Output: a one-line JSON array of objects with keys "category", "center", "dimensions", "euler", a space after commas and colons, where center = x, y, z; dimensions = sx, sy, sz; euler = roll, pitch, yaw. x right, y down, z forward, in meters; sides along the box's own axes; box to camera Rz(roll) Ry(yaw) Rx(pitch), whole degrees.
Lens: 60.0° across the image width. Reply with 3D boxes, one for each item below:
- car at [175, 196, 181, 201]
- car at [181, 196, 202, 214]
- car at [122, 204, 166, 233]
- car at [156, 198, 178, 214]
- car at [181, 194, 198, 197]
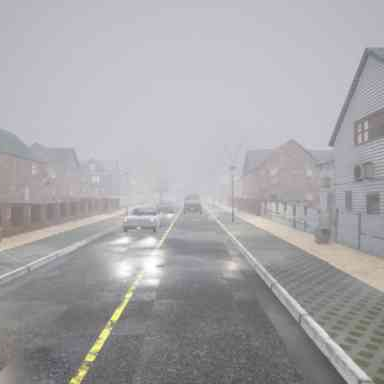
[{"category": "car", "center": [-2.821, 1.599, 76.543], "dimensions": [1.994, 1.385, 4.181], "euler": [0, 0, 0]}, {"category": "car", "center": [0.061, 1.522, 35.742], "dimensions": [1.882, 1.535, 5.008], "euler": [0, 0, 0]}, {"category": "car", "center": [-2.868, 1.620, 20.077], "dimensions": [1.895, 1.301, 4.718], "euler": [0, 0, 0]}, {"category": "car", "center": [-2.883, 1.608, 35.890], "dimensions": [1.994, 1.385, 4.181], "euler": [0, 0, 0]}, {"category": "car", "center": [0.033, 1.285, 45.803], "dimensions": [2.150, 2.045, 5.566], "euler": [0, 0, 0]}]
